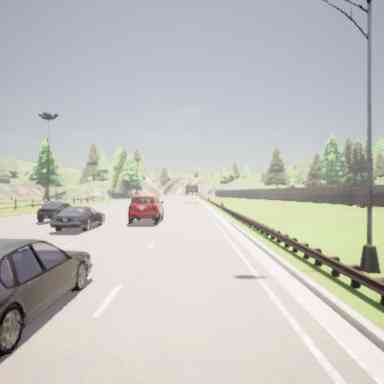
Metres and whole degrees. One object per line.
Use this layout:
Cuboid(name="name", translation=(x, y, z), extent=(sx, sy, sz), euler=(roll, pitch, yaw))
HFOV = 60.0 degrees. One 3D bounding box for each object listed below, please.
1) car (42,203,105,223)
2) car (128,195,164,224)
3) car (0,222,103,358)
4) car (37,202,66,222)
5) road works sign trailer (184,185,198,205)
Cuboid(name="car", translation=(-6.900, 1.573, 20.563), extent=(2.033, 1.411, 5.357), euler=(0, 0, 0))
Cuboid(name="car", translation=(-3.399, 1.252, 25.134), extent=(2.150, 2.045, 5.566), euler=(0, 0, 0))
Cuboid(name="car", translation=(-3.400, 1.555, 5.951), extent=(2.033, 1.411, 5.357), euler=(0, 0, 0))
Cuboid(name="car", translation=(-10.400, 1.537, 26.094), extent=(1.837, 1.490, 4.892), euler=(0, 0, 0))
Cuboid(name="road works sign trailer", translation=(0.000, 0.538, 62.118), extent=(2.380, 3.560, 2.880), euler=(0, 0, 0))
